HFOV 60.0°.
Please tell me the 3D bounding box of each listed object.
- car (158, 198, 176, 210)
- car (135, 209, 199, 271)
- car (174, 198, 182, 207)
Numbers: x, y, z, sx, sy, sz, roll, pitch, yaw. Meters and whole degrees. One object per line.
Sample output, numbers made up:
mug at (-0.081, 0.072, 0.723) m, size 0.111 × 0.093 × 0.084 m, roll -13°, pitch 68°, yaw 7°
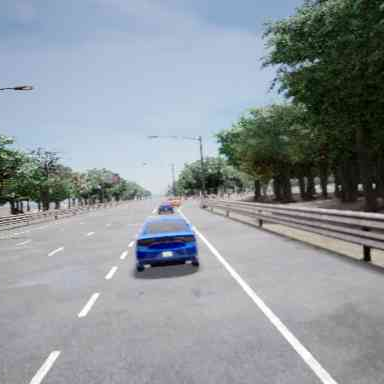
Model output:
car at (-3.301, 1.949, 42.062) m, size 1.812 × 1.442 × 4.674 m, roll -4°, pitch 0°, yaw -4°
car at (-0.886, 1.607, 11.664) m, size 1.882 × 1.535 × 5.008 m, roll -4°, pitch 0°, yaw -5°
car at (-3.222, 1.837, 61.400) m, size 2.097 × 1.767 × 4.553 m, roll -4°, pitch 0°, yaw 6°
